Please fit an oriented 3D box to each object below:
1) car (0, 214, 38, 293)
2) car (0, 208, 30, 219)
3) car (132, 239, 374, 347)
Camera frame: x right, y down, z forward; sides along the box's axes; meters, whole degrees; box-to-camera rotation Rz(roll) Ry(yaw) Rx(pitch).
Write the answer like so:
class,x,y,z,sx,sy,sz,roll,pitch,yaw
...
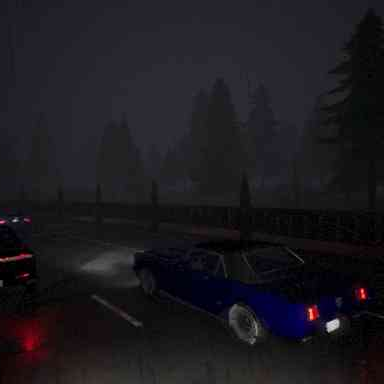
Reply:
class,x,y,z,sx,sy,sz,roll,pitch,yaw
car,-5.237,1.542,8.143,2.128,1.511,4.902,-1,0,-39
car,-11.551,1.652,20.065,5.357,1.411,2.033,-1,0,43
car,0.651,1.572,6.401,1.895,1.301,4.718,-1,0,-37
